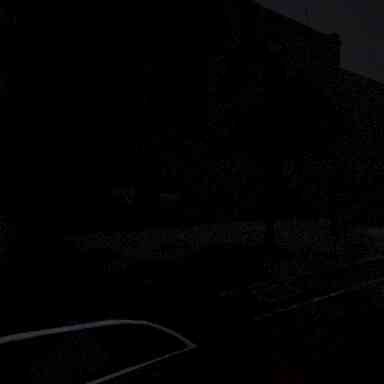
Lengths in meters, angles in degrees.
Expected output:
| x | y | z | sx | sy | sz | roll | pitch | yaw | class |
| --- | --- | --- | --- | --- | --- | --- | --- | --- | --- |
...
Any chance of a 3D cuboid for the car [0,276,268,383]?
| x | y | z | sx | sy | sz | roll | pitch | yaw | class |
| --- | --- | --- | --- | --- | --- | --- | --- | --- | --- |
| -1.594 | 1.492 | 2.240 | 4.902 | 1.511 | 2.128 | 0 | 0 | -35 | car |
